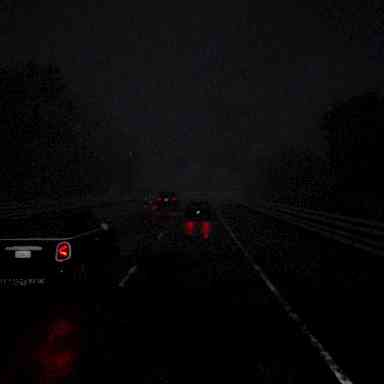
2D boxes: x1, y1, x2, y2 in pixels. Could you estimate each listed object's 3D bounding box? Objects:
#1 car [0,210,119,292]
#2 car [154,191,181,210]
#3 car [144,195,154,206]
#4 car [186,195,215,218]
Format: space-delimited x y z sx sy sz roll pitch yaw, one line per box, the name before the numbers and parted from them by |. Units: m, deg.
car | -3.400 1.270 8.891 2.097 1.767 4.553 0 0 1
car | -2.496 0.906 37.031 2.150 2.045 5.566 0 0 3
car | -5.421 1.131 46.939 1.812 1.442 4.674 0 0 4
car | 0.567 1.260 27.021 2.128 1.511 4.902 0 0 2
